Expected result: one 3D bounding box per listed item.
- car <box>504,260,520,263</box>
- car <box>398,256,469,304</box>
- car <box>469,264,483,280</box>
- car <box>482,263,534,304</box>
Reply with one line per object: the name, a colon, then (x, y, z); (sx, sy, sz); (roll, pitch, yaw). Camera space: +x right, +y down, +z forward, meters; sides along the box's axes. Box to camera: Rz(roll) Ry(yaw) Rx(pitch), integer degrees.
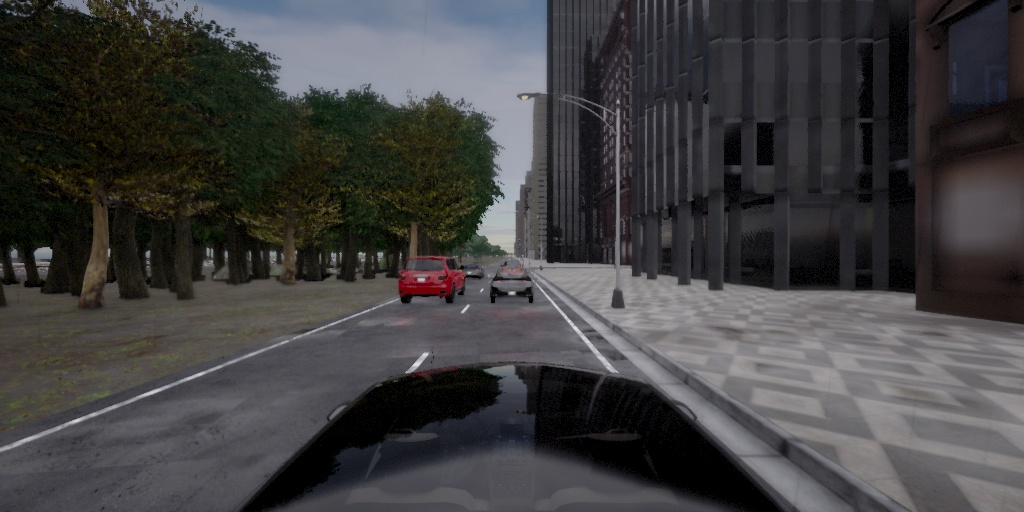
car: (0.000, 1.138, 31.472); (2.097, 1.767, 4.553); (0, 0, 0)
car: (-3.500, 1.011, 16.531); (2.150, 2.045, 5.566); (0, 0, 0)
car: (-3.500, 1.345, 31.502); (1.994, 1.385, 4.181); (0, 0, 0)
car: (0.000, 1.249, 16.500); (2.128, 1.511, 4.902); (0, 0, 0)
